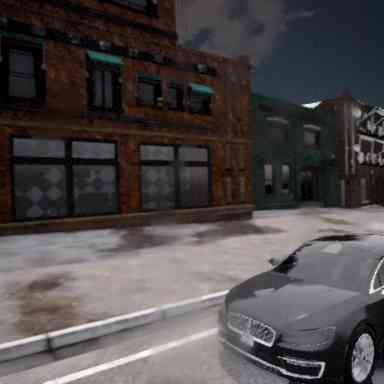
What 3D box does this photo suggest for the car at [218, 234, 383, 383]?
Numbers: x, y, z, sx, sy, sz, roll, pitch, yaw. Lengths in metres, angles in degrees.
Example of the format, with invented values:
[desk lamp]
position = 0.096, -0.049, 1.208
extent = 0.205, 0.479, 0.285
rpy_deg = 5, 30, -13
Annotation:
[car]
position = 2.582, 1.509, 5.412
extent = 4.892, 1.490, 1.837
rpy_deg = 0, 0, -37
